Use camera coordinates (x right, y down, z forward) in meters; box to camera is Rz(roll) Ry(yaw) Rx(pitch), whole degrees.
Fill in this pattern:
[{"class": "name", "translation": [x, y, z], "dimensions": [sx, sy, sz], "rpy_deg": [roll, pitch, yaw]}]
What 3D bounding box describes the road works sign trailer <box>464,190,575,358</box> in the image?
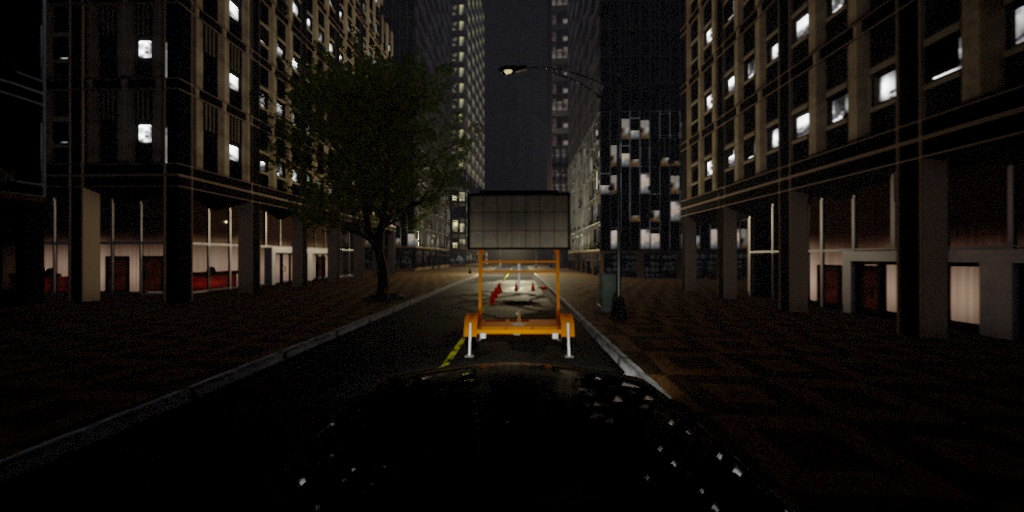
[{"class": "road works sign trailer", "translation": [0.170, 0.253, 8.580], "dimensions": [2.380, 3.560, 2.880], "rpy_deg": [0, 0, 1]}]
